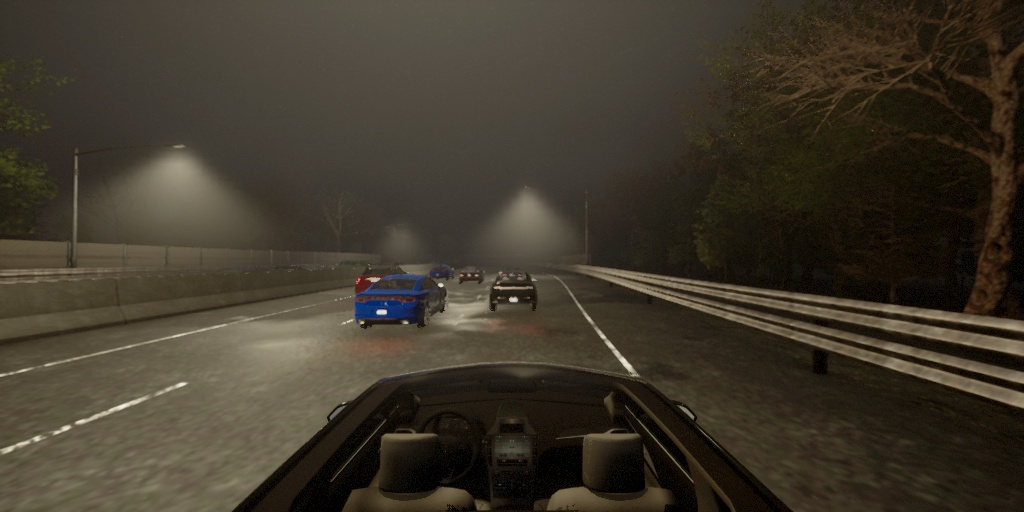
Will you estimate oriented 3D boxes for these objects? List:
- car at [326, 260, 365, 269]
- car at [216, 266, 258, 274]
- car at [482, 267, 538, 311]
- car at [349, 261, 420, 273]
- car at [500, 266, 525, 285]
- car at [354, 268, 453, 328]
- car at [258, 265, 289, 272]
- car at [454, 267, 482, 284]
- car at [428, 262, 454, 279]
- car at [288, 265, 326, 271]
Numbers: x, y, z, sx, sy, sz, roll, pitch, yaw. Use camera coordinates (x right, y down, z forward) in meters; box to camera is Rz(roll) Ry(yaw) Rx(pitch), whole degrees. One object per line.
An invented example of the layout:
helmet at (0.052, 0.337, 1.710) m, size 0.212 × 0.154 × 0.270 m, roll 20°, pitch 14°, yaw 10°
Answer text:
car at (-17.689, 1.442, 39.370) m, size 2.150 × 2.045 × 5.566 m, roll 0°, pitch -1°, yaw 0°
car at (-28.019, 1.742, 37.342) m, size 2.033 × 1.411 × 5.357 m, roll 0°, pitch -1°, yaw -2°
car at (0.058, 1.408, 15.450) m, size 2.128 × 1.511 × 4.902 m, roll 0°, pitch -1°, yaw 0°
car at (-6.947, 1.327, 20.093) m, size 2.097 × 1.767 × 4.553 m, roll 0°, pitch -1°, yaw 0°
car at (0.022, 1.666, 31.555) m, size 2.033 × 1.411 × 5.357 m, roll 0°, pitch -1°, yaw 0°
car at (-3.443, 1.352, 11.970) m, size 1.882 × 1.535 × 5.008 m, roll 0°, pitch 0°, yaw 0°
car at (-24.685, 1.721, 39.013) m, size 1.837 × 1.490 × 4.892 m, roll 0°, pitch -1°, yaw 0°
car at (-3.478, 1.666, 31.541) m, size 2.033 × 1.411 × 5.357 m, roll 0°, pitch -1°, yaw 0°
car at (-6.987, 1.656, 36.175) m, size 1.882 × 1.535 × 5.008 m, roll 0°, pitch -1°, yaw 0°
car at (-21.188, 1.759, 38.666) m, size 2.033 × 1.411 × 5.357 m, roll 0°, pitch -1°, yaw 0°
